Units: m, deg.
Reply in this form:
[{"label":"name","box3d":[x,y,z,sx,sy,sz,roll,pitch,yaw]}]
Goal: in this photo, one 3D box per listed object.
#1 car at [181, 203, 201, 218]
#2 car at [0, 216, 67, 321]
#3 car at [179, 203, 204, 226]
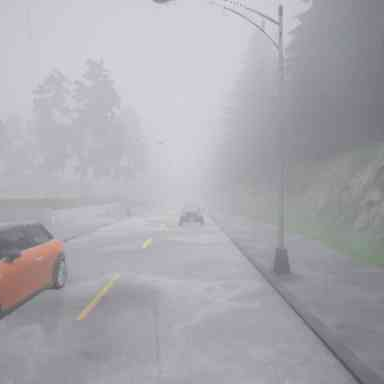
[{"label":"car","box3d":[-0.102,1.903,35.631,2.033,1.411,5.357,0,-1,0]},{"label":"car","box3d":[-4.121,1.417,6.315,2.097,1.767,4.553,0,0,0]},{"label":"car","box3d":[-0.021,1.784,25.781,1.812,1.442,4.674,0,-1,0]}]
